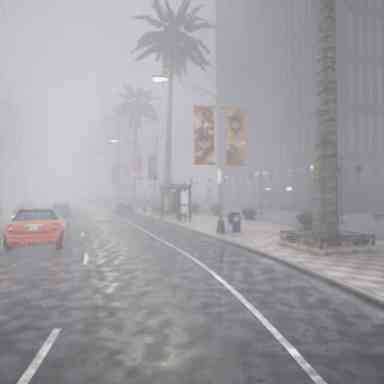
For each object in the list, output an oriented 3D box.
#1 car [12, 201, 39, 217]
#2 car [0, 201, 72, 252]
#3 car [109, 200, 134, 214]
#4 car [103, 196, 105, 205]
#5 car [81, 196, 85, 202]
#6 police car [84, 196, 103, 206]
[{"bbox_3d":[-17.670,1.765,35.426,1.994,1.385,4.181,0,0,-19],"label":"car"},{"bbox_3d":[-6.679,1.432,14.726,2.097,1.767,4.553,0,0,-17],"label":"car"},{"bbox_3d":[-7.806,1.629,38.054,2.231,1.521,4.892,0,0,-19],"label":"car"},{"bbox_3d":[-24.478,1.890,86.575,2.161,1.482,4.786,0,0,-19],"label":"car"},{"bbox_3d":[-25.013,1.714,78.854,1.837,1.490,4.892,0,0,-19],"label":"car"},{"bbox_3d":[-18.852,1.606,63.570,1.930,1.638,5.238,-9,5,-19],"label":"police car"}]
